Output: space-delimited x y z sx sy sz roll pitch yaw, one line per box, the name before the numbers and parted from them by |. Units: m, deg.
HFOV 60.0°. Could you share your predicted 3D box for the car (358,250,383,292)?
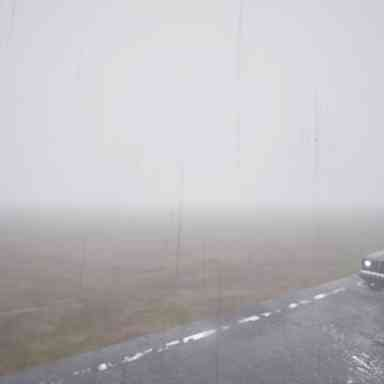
car | 5.889 1.607 7.827 4.718 1.301 1.895 0 0 -37
